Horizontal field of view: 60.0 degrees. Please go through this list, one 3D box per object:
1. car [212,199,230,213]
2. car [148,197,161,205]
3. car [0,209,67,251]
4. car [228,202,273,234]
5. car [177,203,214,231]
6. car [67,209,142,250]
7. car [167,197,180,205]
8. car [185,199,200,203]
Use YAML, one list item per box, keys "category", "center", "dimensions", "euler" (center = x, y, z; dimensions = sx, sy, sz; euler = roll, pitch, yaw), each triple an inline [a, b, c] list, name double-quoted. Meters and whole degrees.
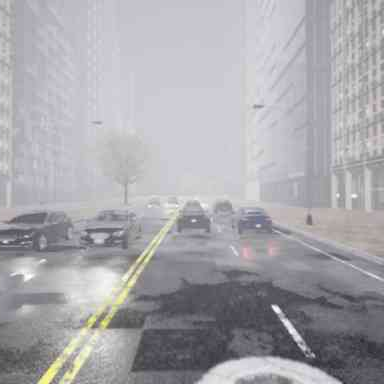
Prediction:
- category: "car"
  center: [3.354, 1.505, 37.021]
  dimensions: [1.882, 1.535, 5.008]
  euler: [0, 0, 0]
- category: "car"
  center: [-6.494, 1.636, 58.788]
  dimensions: [2.033, 1.411, 5.357]
  euler: [0, 0, 0]
- category: "car"
  center: [-6.595, 1.516, 14.200]
  dimensions: [1.837, 1.490, 4.892]
  euler: [0, 0, 0]
- category: "car"
  center: [3.353, 1.539, 19.053]
  dimensions: [1.812, 1.442, 4.674]
  euler: [0, 0, 0]
- category: "car"
  center: [0.102, 1.579, 20.554]
  dimensions: [1.994, 1.385, 4.181]
  euler: [0, 0, 0]
- category: "car"
  center: [-3.344, 1.502, 14.430]
  dimensions: [2.128, 1.511, 4.902]
  euler: [0, 0, 0]
- category: "car"
  center: [-3.243, 1.607, 58.788]
  dimensions: [1.837, 1.490, 4.892]
  euler: [0, 0, 0]
- category: "car"
  center: [0.105, 1.596, 42.306]
  dimensions: [1.994, 1.385, 4.181]
  euler: [0, 0, 0]
